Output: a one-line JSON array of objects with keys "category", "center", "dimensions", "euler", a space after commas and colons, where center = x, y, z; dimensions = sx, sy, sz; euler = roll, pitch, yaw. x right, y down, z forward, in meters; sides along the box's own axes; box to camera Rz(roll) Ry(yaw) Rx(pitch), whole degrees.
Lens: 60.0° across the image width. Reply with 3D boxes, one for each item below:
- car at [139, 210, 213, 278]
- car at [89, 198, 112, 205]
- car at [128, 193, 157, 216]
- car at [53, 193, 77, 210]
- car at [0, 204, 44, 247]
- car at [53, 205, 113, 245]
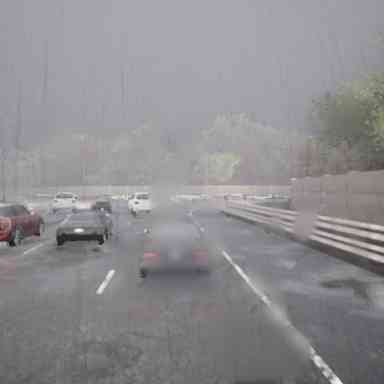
[{"category": "car", "center": [-0.516, 1.493, 10.010], "dimensions": [2.033, 1.411, 5.357], "euler": [0, 0, -4]}, {"category": "car", "center": [-9.211, 1.360, 33.627], "dimensions": [1.837, 1.490, 4.892], "euler": [0, 0, -18]}, {"category": "car", "center": [-4.640, 1.070, 30.828], "dimensions": [2.150, 2.045, 5.566], "euler": [0, 0, -16]}, {"category": "car", "center": [-13.350, 1.088, 34.953], "dimensions": [2.150, 2.045, 5.566], "euler": [0, 0, -20]}, {"category": "car", "center": [-8.270, 1.308, 14.874], "dimensions": [2.097, 1.767, 4.553], "euler": [0, 0, -8]}, {"category": "car", "center": [-4.796, 1.500, 15.308], "dimensions": [1.994, 1.385, 4.181], "euler": [0, 0, -8]}]
